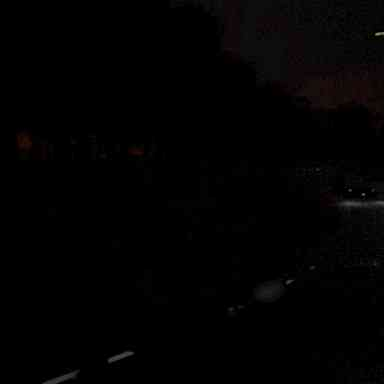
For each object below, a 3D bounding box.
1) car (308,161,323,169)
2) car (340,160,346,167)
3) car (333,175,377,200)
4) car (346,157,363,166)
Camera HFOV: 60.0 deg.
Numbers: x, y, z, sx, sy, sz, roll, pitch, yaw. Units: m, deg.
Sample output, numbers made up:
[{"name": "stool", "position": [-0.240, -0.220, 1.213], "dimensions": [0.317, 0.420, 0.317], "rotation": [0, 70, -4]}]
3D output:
[{"name": "car", "position": [22.833, -4.996, 61.397], "dimensions": [1.895, 1.301, 4.718], "rotation": [-1, 4, 31]}, {"name": "car", "position": [32.512, -6.037, 69.675], "dimensions": [1.994, 1.385, 4.181], "rotation": [-1, 3, 41]}, {"name": "car", "position": [11.093, -0.399, 22.960], "dimensions": [1.812, 1.442, 4.674], "rotation": [-2, 7, 11]}, {"name": "car", "position": [30.511, -5.663, 61.771], "dimensions": [1.970, 1.475, 3.806], "rotation": [-1, 4, 35]}]
